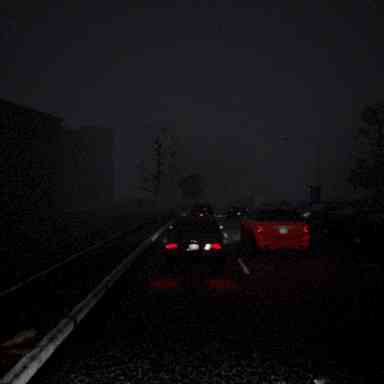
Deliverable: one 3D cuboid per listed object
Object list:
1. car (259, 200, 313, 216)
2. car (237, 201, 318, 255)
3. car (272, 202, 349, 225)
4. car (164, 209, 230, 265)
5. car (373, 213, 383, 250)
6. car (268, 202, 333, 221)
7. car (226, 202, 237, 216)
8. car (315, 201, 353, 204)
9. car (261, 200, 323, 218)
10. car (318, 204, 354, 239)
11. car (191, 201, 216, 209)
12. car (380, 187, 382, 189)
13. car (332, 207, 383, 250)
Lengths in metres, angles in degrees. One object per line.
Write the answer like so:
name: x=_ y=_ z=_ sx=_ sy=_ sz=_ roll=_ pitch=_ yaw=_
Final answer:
car: x=9.339 y=1.604 z=33.135 sx=4.792 sy=1.488 sz=2.163 roll=1 pitch=0 yaw=-15
car: x=3.209 y=1.356 z=13.524 sx=2.097 sy=1.767 sz=4.553 roll=0 pitch=0 yaw=2
car: x=8.647 y=1.529 z=24.288 sx=5.008 sy=1.535 sz=2.097 roll=1 pitch=0 yaw=-16
car: x=0.130 y=1.546 z=11.613 sx=2.033 sy=1.411 sz=5.357 roll=0 pitch=0 yaw=2
car: x=8.100 y=1.484 z=9.526 sx=4.892 sy=1.521 sz=2.231 roll=1 pitch=0 yaw=-19
car: x=8.846 y=1.583 z=27.231 sx=4.674 sy=1.452 sz=2.002 roll=1 pitch=0 yaw=-16
car: x=4.025 y=1.576 z=29.381 sx=1.812 sy=1.442 sz=4.674 roll=0 pitch=0 yaw=5
car: x=8.522 y=1.392 z=21.346 sx=4.553 sy=1.767 sz=2.185 roll=1 pitch=0 yaw=-17
car: x=9.055 y=1.558 z=30.182 sx=4.892 sy=1.521 sz=2.231 roll=1 pitch=-1 yaw=-15
car: x=8.236 y=1.498 z=15.440 sx=4.892 sy=1.521 sz=2.231 roll=1 pitch=0 yaw=-18
car: x=0.971 y=1.540 z=28.865 sx=1.837 sy=1.490 sz=4.892 roll=0 pitch=0 yaw=5
car: x=46.360 y=-0.683 z=80.832 sx=2.002 sy=1.452 sz=4.674 roll=-4 pitch=1 yaw=3
car: x=8.155 y=1.490 z=12.485 sx=4.892 sy=1.521 sz=2.231 roll=1 pitch=0 yaw=-18
